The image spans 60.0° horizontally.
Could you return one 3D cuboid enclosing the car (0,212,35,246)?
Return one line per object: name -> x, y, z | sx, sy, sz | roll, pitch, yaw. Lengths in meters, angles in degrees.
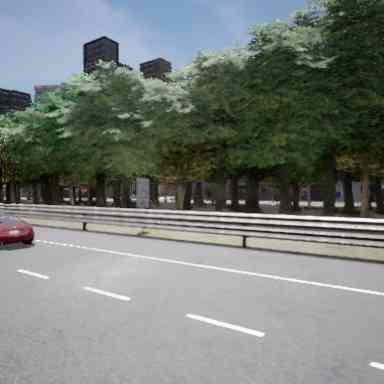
car -> -8.662, 1.570, 14.346 | 4.181, 1.385, 1.994 | 0, 0, 36
